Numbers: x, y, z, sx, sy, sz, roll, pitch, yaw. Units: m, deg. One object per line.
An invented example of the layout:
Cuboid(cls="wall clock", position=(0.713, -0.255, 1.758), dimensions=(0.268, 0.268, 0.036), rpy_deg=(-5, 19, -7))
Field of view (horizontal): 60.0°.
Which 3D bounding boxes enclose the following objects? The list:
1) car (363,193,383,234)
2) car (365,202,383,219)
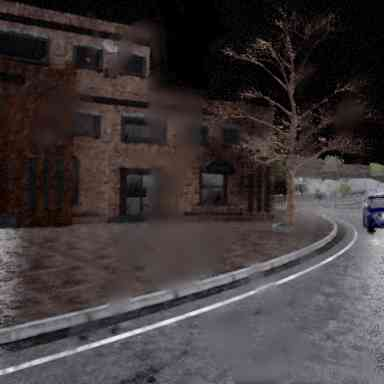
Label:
Cuboid(cls="car", position=(11.427, 1.268, 19.568), dimensions=(2.150, 2.045, 5.566), rpy_deg=(0, 0, 24))
Cuboid(cls="car", position=(17.846, 1.642, 30.648), dimensions=(1.994, 1.385, 4.181), rpy_deg=(1, 0, 8))
